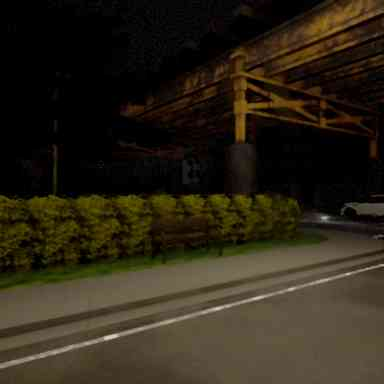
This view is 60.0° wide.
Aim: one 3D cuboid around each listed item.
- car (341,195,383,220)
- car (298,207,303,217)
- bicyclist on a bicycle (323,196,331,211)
[{"bbox_3d":[14.555,1.212,25.799,2.150,2.045,5.566,0,0,-38],"label":"car"},{"bbox_3d":[7.358,1.484,29.145,2.128,1.511,4.902,0,0,-36],"label":"car"},{"bbox_3d":[15.106,1.292,37.177,1.656,1.620,0.582,0,0,-36],"label":"bicyclist on a bicycle"}]
